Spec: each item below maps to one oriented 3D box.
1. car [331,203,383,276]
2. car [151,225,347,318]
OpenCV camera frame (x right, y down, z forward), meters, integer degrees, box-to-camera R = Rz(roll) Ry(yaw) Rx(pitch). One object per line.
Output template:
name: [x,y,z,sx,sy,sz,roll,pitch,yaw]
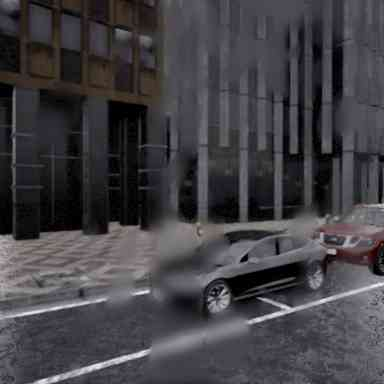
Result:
car: [5.909,1.308,10.470,5.009,1.841,2.192,0,0,-34]
car: [1.212,1.547,7.354,4.313,1.339,1.947,0,0,-34]
